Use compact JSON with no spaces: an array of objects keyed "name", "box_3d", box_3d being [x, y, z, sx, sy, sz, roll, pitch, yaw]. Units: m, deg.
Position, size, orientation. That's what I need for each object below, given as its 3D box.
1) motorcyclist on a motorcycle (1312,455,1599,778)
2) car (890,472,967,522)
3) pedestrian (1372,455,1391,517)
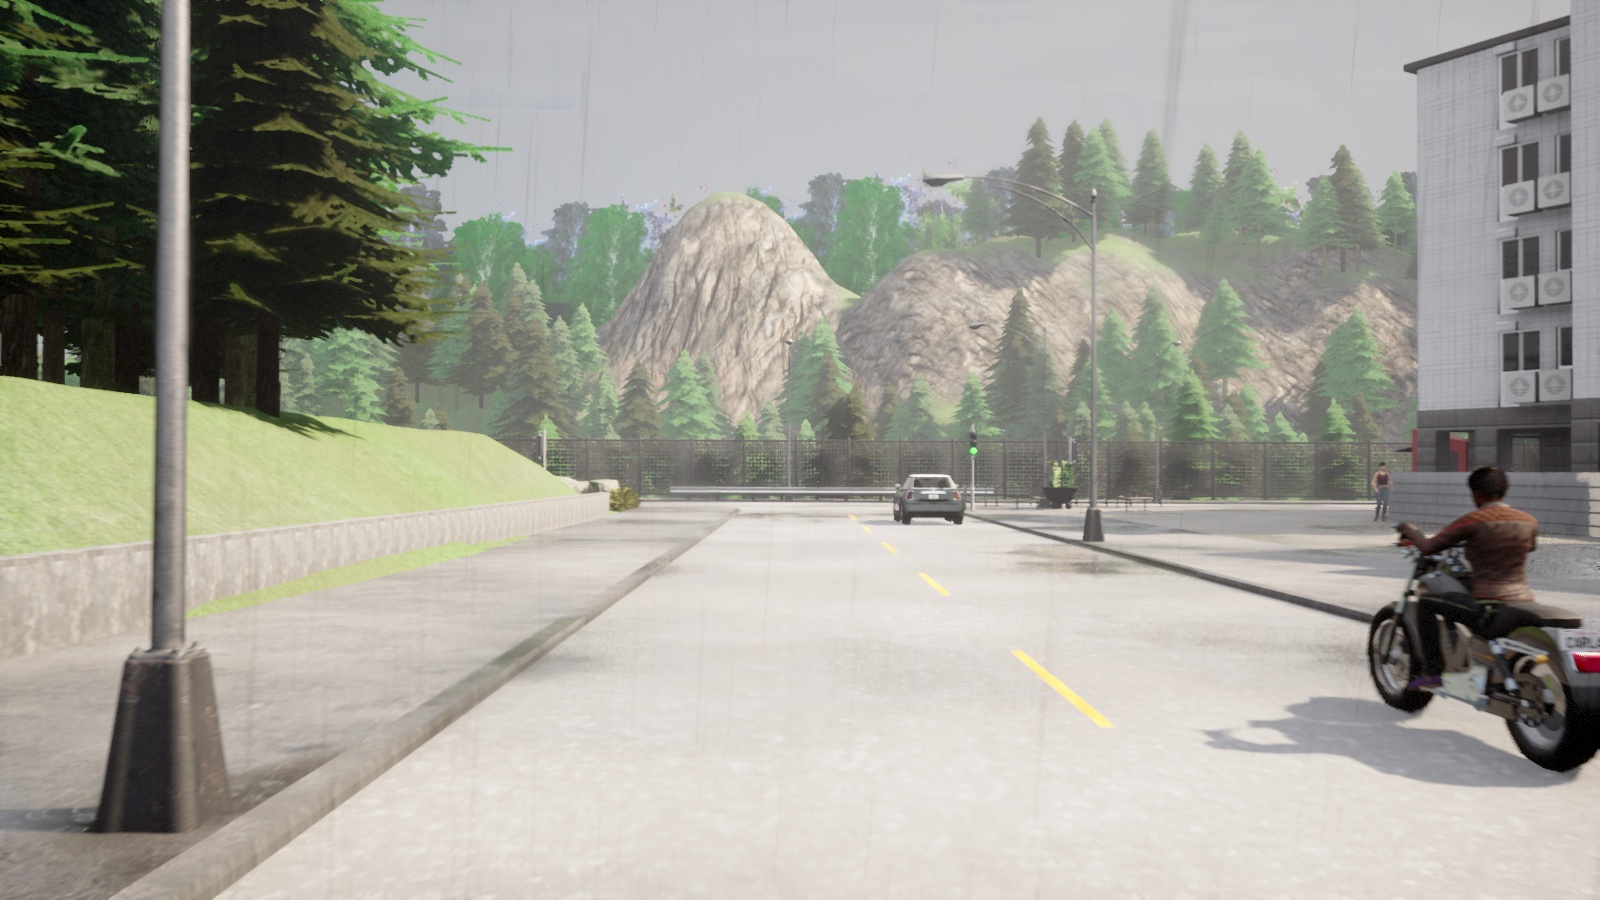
[{"name":"motorcyclist on a motorcycle","box_3d":[3.983,0.877,7.616,0.766,1.649,2.350,0,-1,0]},{"name":"car","box_3d":[3.911,1.412,38.684,1.970,1.475,3.806,0,-1,0]},{"name":"pedestrian","box_3d":[17.481,1.086,37.740,0.345,1.836,0.594,0,-1,9]}]
